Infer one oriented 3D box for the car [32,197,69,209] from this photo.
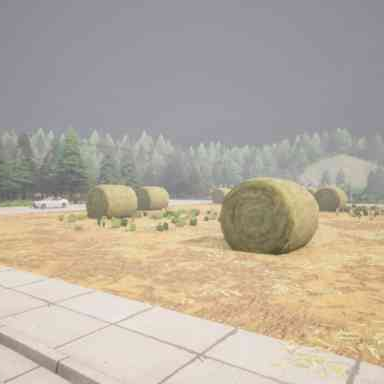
[{"bbox_3d":[-18.396,1.415,43.460,1.812,1.442,4.674,0,0,36],"label":"car"}]
